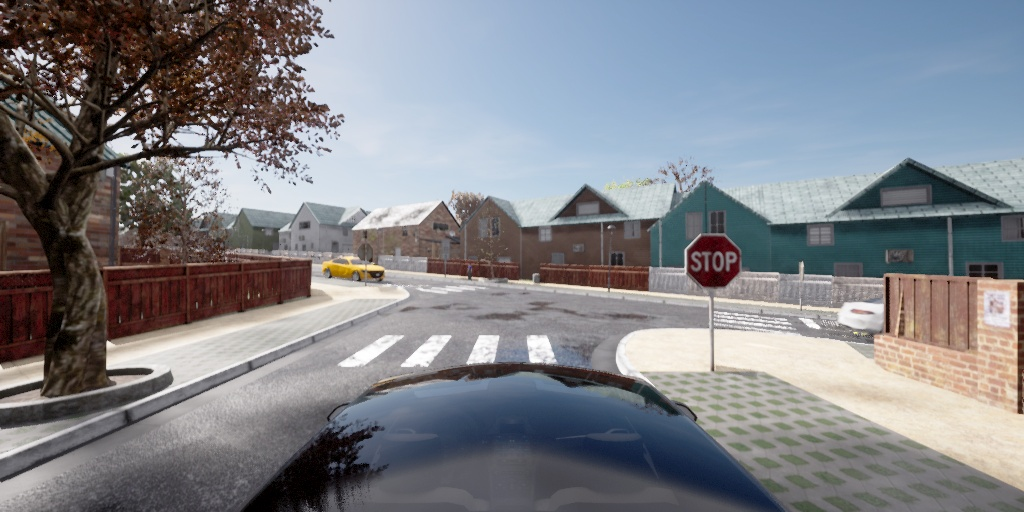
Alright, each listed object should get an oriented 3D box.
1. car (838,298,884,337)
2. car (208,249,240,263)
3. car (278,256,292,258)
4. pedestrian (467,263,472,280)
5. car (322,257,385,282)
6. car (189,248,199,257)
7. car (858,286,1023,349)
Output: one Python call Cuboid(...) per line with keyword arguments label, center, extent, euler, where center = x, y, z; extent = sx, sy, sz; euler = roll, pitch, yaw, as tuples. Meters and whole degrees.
Cuboid(label="car", center=(12.040, 1.834, 9.762), extent=(4.674, 1.442, 1.812), euler=(3, 0, 31))
Cuboid(label="car", center=(-27.176, 0.192, 34.302), extent=(5.008, 1.535, 1.882), euler=(2, 0, 33))
Cuboid(label="car", center=(-18.498, 0.647, 28.824), extent=(4.718, 1.301, 1.895), euler=(2, 0, 32))
Cuboid(label="pedestrian", center=(-3.061, 1.092, 26.020), extent=(0.375, 1.300, 0.375), euler=(-1, -5, 32))
Cuboid(label="car", center=(-10.509, 0.836, 23.790), extent=(5.008, 1.535, 1.882), euler=(2, 0, 32))
Cuboid(label="car", center=(-42.132, -0.294, 47.085), extent=(4.674, 1.442, 1.812), euler=(2, 0, 32))
Cuboid(label="car", center=(14.651, 1.928, 11.414), extent=(4.892, 1.490, 1.837), euler=(3, 0, 32))
